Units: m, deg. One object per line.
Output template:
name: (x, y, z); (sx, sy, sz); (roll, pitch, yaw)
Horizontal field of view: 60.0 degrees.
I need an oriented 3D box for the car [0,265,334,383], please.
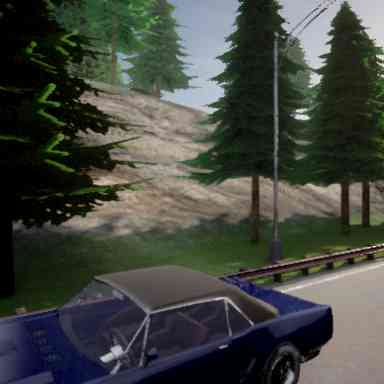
car: (-0.652, 1.599, 3.489); (4.718, 1.301, 1.895); (0, 0, -35)
